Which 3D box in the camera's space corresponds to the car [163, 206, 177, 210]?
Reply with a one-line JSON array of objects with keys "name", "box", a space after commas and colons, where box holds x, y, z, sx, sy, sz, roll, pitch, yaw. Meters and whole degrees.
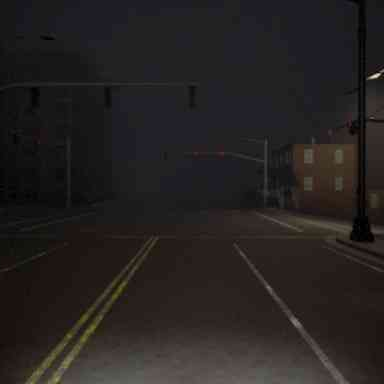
[{"name": "car", "box": [-3.506, 3.068, 53.780, 1.837, 1.490, 4.892, 0, -11, 0]}]
